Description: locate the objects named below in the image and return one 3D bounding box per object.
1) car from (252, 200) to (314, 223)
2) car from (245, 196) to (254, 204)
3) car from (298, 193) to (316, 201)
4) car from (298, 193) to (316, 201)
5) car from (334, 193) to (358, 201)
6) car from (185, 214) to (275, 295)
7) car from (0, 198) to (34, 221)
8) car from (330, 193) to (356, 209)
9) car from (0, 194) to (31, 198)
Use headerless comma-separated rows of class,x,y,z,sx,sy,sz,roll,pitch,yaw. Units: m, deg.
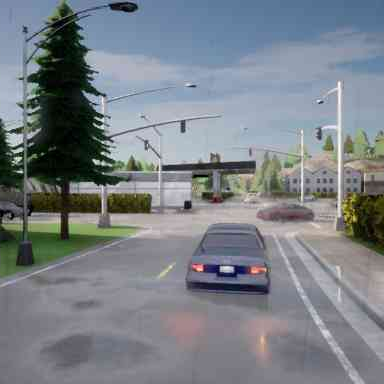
car,7.092,1.564,25.320,4.181,1.385,1.994,0,0,-9
car,11.235,1.526,64.808,1.812,1.442,4.674,0,0,10
car,27.402,1.077,79.301,3.866,1.878,1.905,0,0,10
car,26.218,1.361,76.135,3.806,1.475,1.970,0,0,10
car,34.573,1.097,74.686,4.605,1.855,1.932,0,0,10
car,1.095,1.547,8.929,2.033,1.411,5.357,0,0,10
car,-15.735,1.491,27.255,4.902,1.511,2.128,0,0,10
car,20.265,1.330,42.399,5.027,1.636,2.152,0,0,10
car,-17.730,1.221,31.294,5.566,2.045,2.150,0,0,10
